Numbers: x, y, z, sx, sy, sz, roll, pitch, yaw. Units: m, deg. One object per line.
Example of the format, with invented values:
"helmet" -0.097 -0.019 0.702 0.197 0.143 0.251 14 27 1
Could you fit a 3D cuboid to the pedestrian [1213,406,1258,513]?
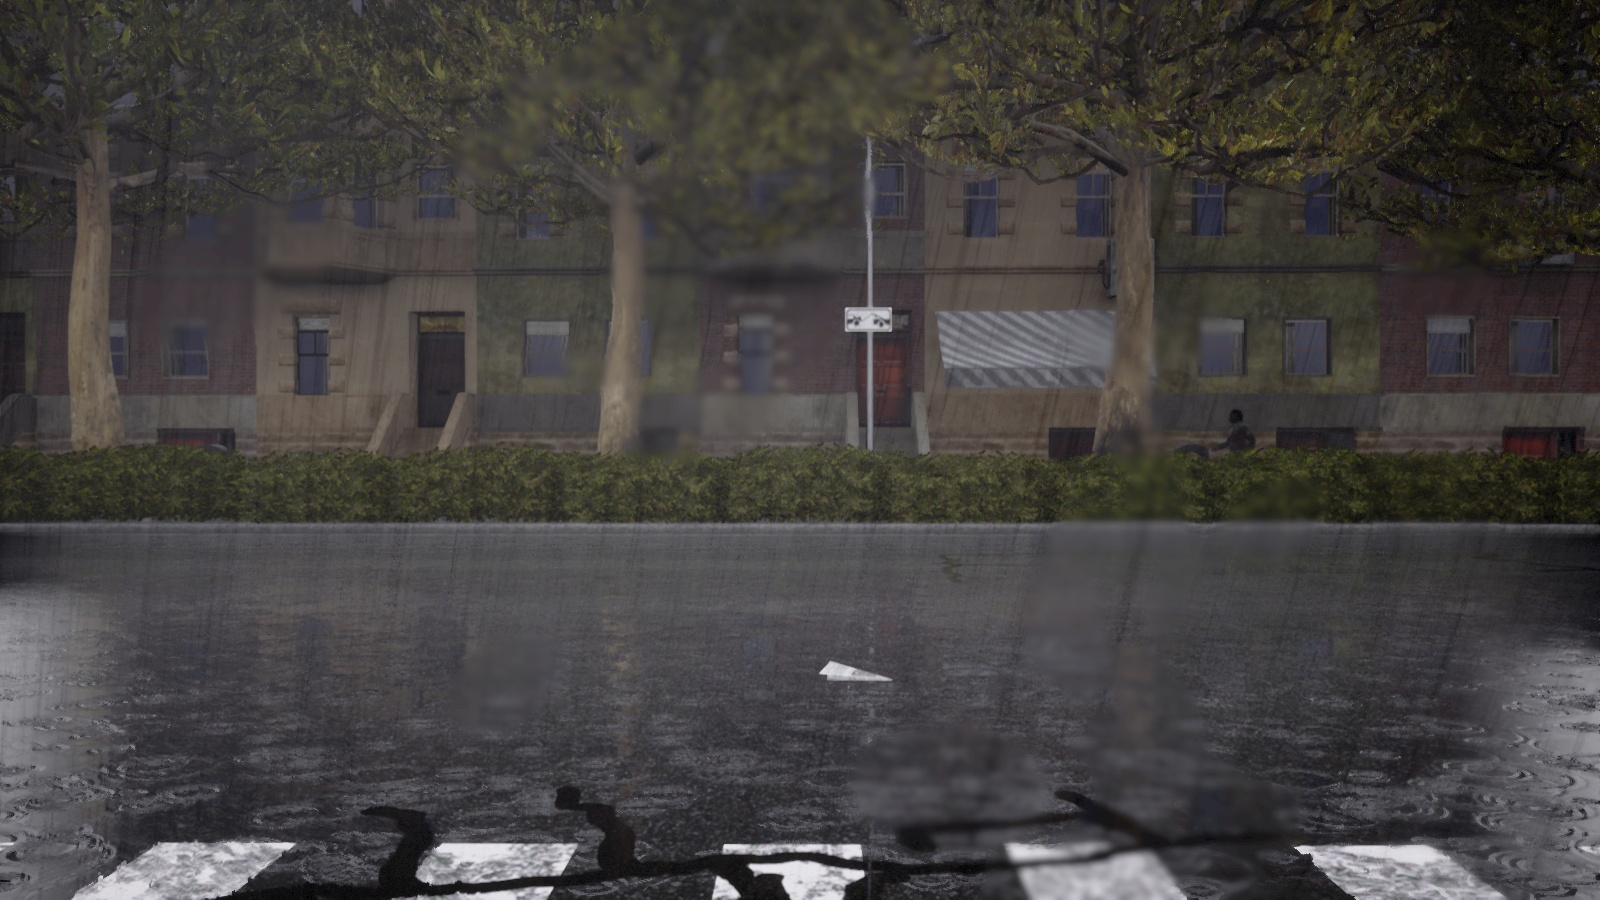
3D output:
"pedestrian" 7.881 0.164 22.749 0.666 1.930 0.402 0 1 2
